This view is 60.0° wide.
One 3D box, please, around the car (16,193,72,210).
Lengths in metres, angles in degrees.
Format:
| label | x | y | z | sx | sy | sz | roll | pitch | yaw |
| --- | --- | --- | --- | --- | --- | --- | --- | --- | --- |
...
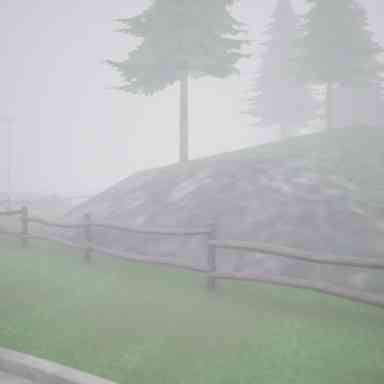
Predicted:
| label | x | y | z | sx | sy | sz | roll | pitch | yaw |
| --- | --- | --- | --- | --- | --- | --- | --- | --- | --- |
| car | -13.562 | 0.916 | 31.116 | 1.895 | 1.301 | 4.718 | 1 | 1 | 21 |

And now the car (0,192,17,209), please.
| label | x | y | z | sx | sy | sz | roll | pitch | yaw |
| --- | --- | --- | --- | --- | --- | --- | --- | --- | --- |
| car | -16.664 | 0.818 | 32.802 | 2.033 | 1.411 | 5.357 | 1 | 1 | 21 |

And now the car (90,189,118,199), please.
| label | x | y | z | sx | sy | sz | roll | pitch | yaw |
| --- | --- | --- | --- | --- | --- | --- | --- | --- | --- |
| car | -15.085 | 0.277 | 56.006 | 1.882 | 1.535 | 5.008 | 1 | 1 | 21 |
